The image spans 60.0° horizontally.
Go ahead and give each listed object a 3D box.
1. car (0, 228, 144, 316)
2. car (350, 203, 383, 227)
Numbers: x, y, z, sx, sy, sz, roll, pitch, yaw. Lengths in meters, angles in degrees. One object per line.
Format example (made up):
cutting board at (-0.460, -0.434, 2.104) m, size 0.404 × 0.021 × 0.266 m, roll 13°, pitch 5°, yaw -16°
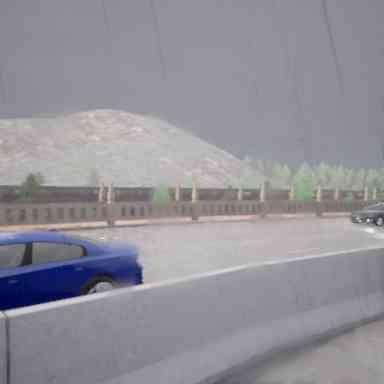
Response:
car at (-3.307, 1.451, 5.829) m, size 5.008 × 1.535 × 1.882 m, roll 0°, pitch 0°, yaw -35°
car at (13.292, 1.543, 23.321) m, size 4.892 × 1.490 × 1.837 m, roll 0°, pitch 0°, yaw -25°
